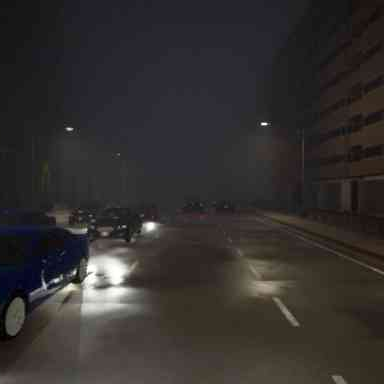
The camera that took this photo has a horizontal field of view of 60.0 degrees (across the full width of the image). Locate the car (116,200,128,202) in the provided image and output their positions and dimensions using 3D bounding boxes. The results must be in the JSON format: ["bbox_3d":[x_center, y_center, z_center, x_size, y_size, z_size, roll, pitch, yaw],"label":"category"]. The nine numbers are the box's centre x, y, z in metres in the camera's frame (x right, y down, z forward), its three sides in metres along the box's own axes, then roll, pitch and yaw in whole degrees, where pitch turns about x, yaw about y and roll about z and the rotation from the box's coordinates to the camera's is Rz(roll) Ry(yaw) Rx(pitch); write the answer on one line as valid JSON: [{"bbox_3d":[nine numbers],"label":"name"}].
[{"bbox_3d":[-7.029,1.524,33.747,1.895,1.301,4.718,0,0,1],"label":"car"}]

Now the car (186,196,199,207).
[{"bbox_3d":[0.092,1.415,48.876,1.812,1.442,4.674,0,0,0],"label":"car"}]

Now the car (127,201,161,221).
[{"bbox_3d":[-3.573,1.505,26.171,1.994,1.385,4.181,0,0,0],"label":"car"}]

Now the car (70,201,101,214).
[{"bbox_3d":[-7.078,1.451,23.453,1.837,1.490,4.892,0,0,0],"label":"car"}]

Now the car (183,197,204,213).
[{"bbox_3d":[0.106,1.272,35.402,2.097,1.767,4.553,0,0,-1],"label":"car"}]

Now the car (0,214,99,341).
[{"bbox_3d":[-3.586,1.462,6.667,1.882,1.535,5.008,0,0,0],"label":"car"}]

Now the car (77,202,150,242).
[{"bbox_3d":[-3.584,1.455,16.154,2.128,1.511,4.902,0,0,0],"label":"car"}]

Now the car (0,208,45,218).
[{"bbox_3d":[-7.089,1.447,13.140,1.882,1.535,5.008,0,0,0],"label":"car"}]

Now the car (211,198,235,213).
[{"bbox_3d":[3.505,1.482,36.438,1.994,1.385,4.181,0,0,0],"label":"car"}]
